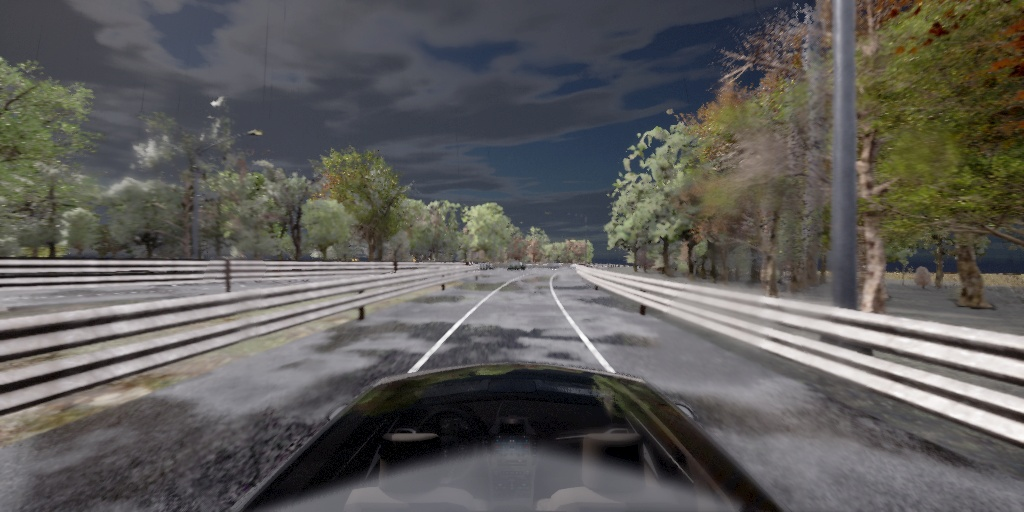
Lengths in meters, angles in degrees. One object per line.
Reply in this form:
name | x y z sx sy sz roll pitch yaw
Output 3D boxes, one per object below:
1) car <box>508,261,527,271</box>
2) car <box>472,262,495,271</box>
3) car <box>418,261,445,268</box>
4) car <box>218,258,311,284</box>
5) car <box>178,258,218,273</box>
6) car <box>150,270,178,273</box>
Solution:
car | 1.007 1.703 62.525 2.097 1.767 4.553 1 -1 20
car | -4.367 1.743 58.209 1.994 1.385 4.181 0 -1 21
car | -11.143 1.442 50.103 2.128 1.511 4.902 0 -1 21
car | -14.431 0.903 21.685 1.812 1.442 4.674 0 -1 21
car | -17.692 0.868 22.954 1.837 1.490 4.892 0 -1 21
car | -20.937 0.956 24.262 1.895 1.301 4.718 0 -1 21
